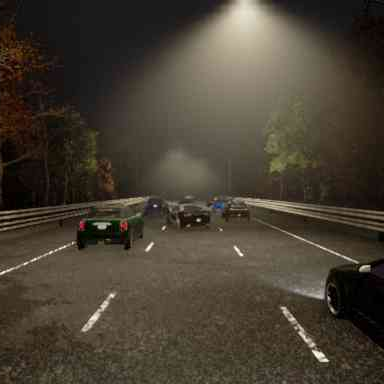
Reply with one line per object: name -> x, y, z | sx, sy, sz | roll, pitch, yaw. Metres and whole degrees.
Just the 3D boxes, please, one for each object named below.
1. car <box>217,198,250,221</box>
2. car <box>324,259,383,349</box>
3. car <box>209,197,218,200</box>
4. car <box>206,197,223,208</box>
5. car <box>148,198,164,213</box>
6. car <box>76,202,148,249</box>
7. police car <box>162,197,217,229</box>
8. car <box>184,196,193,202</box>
car -> 3.456, 1.502, 26.791 | 2.128, 1.511, 4.902 | 0, 0, 0
car -> 3.512, 1.565, 4.716 | 1.994, 1.385, 4.181 | 0, 0, 0
car -> 3.356, 1.488, 37.828 | 1.882, 1.535, 5.008 | 0, 0, -1
car -> 3.210, 1.514, 48.895 | 2.163, 1.488, 4.792 | 0, 0, -1
car -> -3.509, 1.361, 33.824 | 2.097, 1.767, 4.553 | 0, 0, -1
car -> -3.398, 1.357, 14.673 | 2.097, 1.767, 4.553 | 0, 0, 0
police car -> -0.336, 1.433, 21.862 | 1.930, 1.638, 5.238 | -1, 0, -17
car -> -0.861, 1.529, 76.658 | 1.994, 1.385, 4.181 | 0, 0, -2
